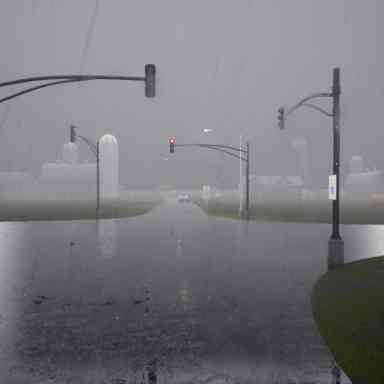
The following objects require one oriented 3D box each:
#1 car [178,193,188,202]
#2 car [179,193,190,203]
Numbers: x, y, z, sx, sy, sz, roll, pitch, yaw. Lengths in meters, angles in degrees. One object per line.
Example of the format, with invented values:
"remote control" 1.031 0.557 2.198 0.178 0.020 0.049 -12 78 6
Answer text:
"car" -2.097 1.189 79.920 2.150 2.045 5.566 0 0 -4
"car" -1.513 1.553 69.886 1.812 1.442 4.674 0 0 -3
